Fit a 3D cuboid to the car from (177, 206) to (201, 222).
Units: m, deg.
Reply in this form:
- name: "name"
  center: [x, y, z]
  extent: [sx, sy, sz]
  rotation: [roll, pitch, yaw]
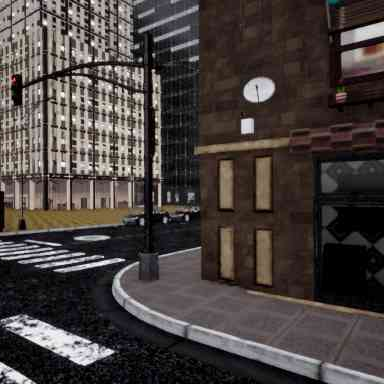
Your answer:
- name: "car"
  center: [-0.317, 1.974, 30.496]
  extent: [2.008, 1.369, 4.403]
  rotation: [-2, -2, 35]

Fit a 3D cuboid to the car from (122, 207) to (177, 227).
- name: "car"
  center: [-3.524, 1.893, 25.943]
  extent: [2.008, 1.369, 4.403]
  rotation: [-2, -2, 35]
